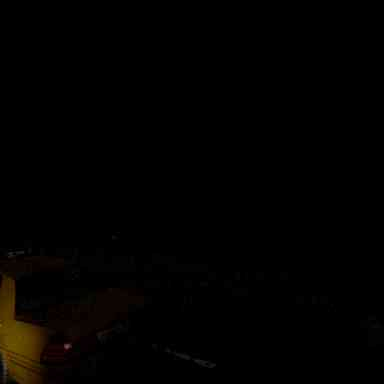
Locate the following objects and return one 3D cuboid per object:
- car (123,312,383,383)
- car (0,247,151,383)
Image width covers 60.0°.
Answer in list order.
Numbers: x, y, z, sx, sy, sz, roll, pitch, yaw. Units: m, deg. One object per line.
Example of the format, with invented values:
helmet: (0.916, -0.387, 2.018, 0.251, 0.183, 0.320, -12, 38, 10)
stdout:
car: (1.948, 1.551, 1.702, 4.403, 1.369, 2.008, 0, 1, 35)
car: (-2.741, 1.524, 5.040, 4.829, 1.417, 1.752, 0, 1, 35)
